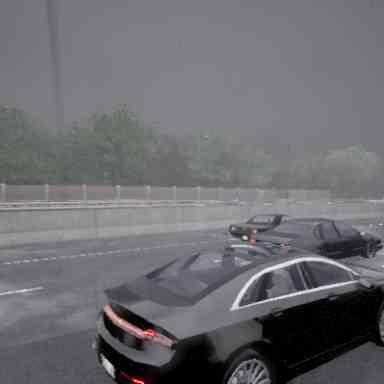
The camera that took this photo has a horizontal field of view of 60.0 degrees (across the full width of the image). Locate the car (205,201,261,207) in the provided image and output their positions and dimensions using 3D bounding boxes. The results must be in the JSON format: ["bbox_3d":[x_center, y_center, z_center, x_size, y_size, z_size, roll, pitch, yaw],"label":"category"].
[{"bbox_3d":[3.192,1.684,27.760,4.718,1.301,1.895,1,0,-35],"label":"car"}]

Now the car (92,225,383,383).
[{"bbox_3d":[1.142,1.495,4.683,4.902,1.511,2.128,0,0,-35],"label":"car"}]

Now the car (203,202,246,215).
[{"bbox_3d":[3.623,1.737,36.661,4.718,1.301,1.895,1,0,-35],"label":"car"}]

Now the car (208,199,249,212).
[{"bbox_3d":[4.611,1.668,41.657,4.902,1.511,2.128,1,-1,-35],"label":"car"}]

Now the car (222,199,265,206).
[{"bbox_3d":[5.515,1.660,33.712,4.674,1.442,1.812,1,-1,-35],"label":"car"}]

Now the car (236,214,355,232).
[{"bbox_3d":[4.220,1.572,11.052,5.357,1.411,2.033,0,0,-35],"label":"car"}]

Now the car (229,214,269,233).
[{"bbox_3d":[4.032,1.638,15.217,4.718,1.301,1.895,0,0,-35],"label":"car"}]
